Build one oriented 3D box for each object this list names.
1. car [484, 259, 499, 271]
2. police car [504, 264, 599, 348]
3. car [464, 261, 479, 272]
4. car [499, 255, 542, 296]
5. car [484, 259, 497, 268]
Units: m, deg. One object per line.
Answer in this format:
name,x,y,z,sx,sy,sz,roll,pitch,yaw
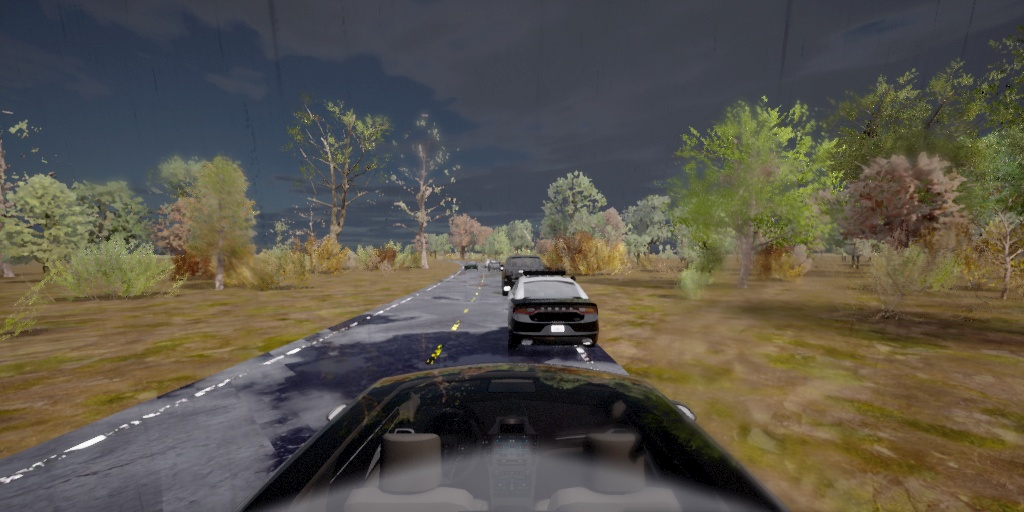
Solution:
car,-2.312,1.235,48.029,2.128,1.511,4.902,0,0,-5
police car,0.820,1.173,9.378,1.930,1.638,5.238,0,0,-1
car,-5.356,1.346,47.686,1.895,1.301,4.718,0,0,-6
car,0.531,0.970,19.343,2.150,2.045,5.566,0,0,-2
car,-3.593,1.270,59.828,1.812,1.442,4.674,0,0,-8
